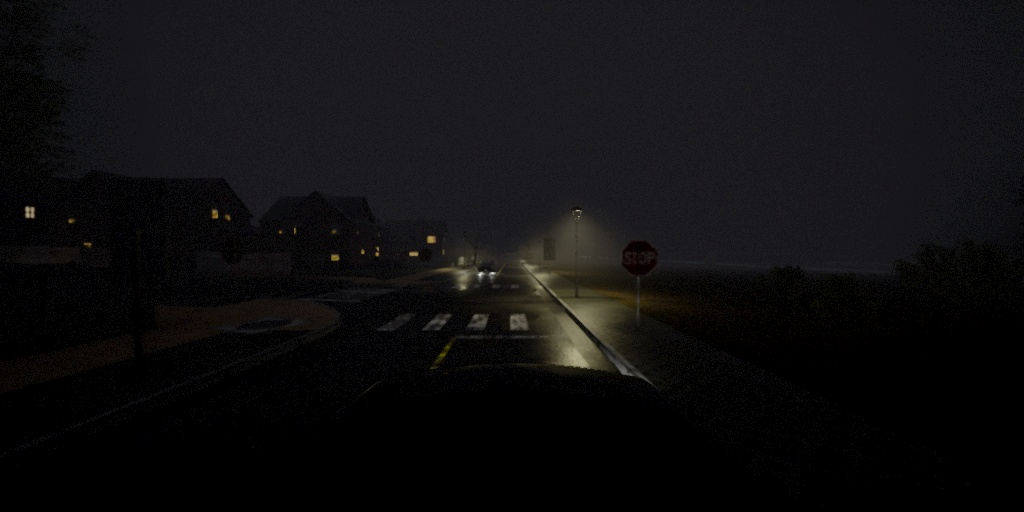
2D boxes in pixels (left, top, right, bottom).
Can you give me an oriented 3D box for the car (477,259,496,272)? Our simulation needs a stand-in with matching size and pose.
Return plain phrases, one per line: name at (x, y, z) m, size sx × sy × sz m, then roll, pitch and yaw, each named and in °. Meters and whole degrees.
car at (-2.759, 1.071, 40.199) m, size 2.033 × 1.411 × 5.357 m, roll 0°, pitch 1°, yaw 0°
